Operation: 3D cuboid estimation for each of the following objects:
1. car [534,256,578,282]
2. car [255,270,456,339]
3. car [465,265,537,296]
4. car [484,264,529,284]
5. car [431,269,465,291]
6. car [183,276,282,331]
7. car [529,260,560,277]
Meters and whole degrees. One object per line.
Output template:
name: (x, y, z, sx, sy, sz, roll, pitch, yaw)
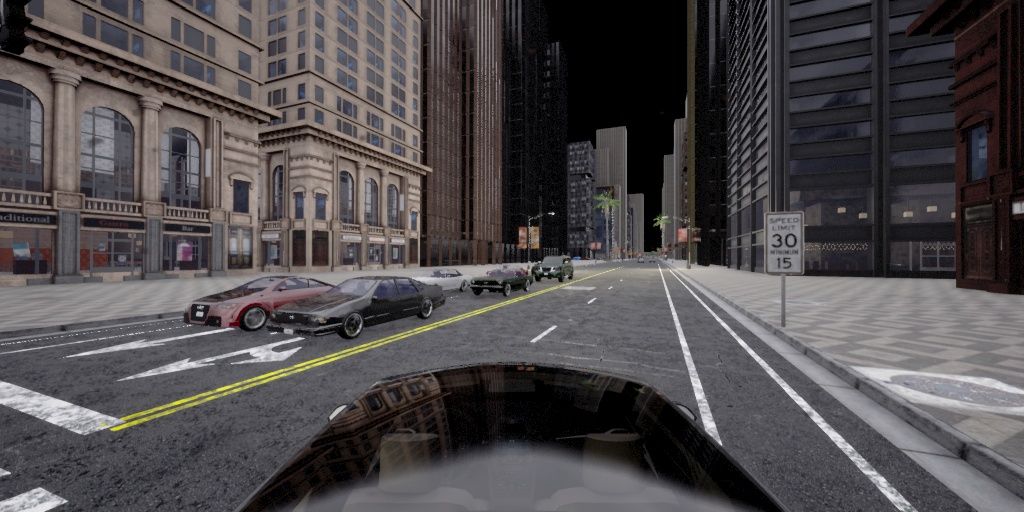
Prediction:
car: (3.555, 0.986, 29.318, 2.150, 2.045, 5.566, 0, 0, 22)
car: (-4.016, 1.299, 10.497, 2.033, 1.411, 5.357, 0, 0, 22)
car: (-0.439, 1.357, 19.394, 1.895, 1.301, 4.718, 0, 0, 22)
car: (-0.304, 1.364, 28.442, 1.895, 1.301, 4.718, 0, 0, 22)
car: (-4.021, 1.356, 19.200, 1.895, 1.301, 4.718, 0, 0, 22)
car: (-7.285, 1.315, 11.069, 1.994, 1.385, 4.181, 0, 0, 22)
car: (3.538, 1.250, 37.897, 1.882, 1.535, 5.008, 0, 0, 22)
